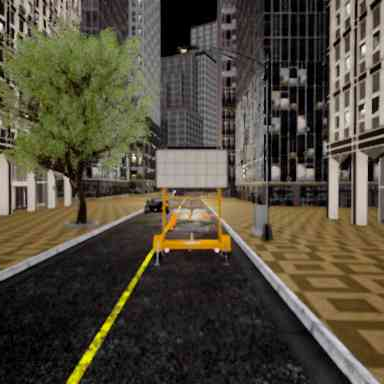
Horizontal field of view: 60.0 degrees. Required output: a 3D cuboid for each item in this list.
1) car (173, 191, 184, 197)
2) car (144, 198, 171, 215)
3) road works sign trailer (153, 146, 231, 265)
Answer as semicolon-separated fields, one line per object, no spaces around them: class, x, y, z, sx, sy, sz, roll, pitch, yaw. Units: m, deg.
car;-2.760;0.615;69.210;1.837;1.490;4.892;0;1;0
car;-2.852;1.182;27.955;1.994;1.385;4.181;0;1;0
road works sign trailer;-0.002;0.309;10.994;2.380;3.560;2.880;0;1;0
